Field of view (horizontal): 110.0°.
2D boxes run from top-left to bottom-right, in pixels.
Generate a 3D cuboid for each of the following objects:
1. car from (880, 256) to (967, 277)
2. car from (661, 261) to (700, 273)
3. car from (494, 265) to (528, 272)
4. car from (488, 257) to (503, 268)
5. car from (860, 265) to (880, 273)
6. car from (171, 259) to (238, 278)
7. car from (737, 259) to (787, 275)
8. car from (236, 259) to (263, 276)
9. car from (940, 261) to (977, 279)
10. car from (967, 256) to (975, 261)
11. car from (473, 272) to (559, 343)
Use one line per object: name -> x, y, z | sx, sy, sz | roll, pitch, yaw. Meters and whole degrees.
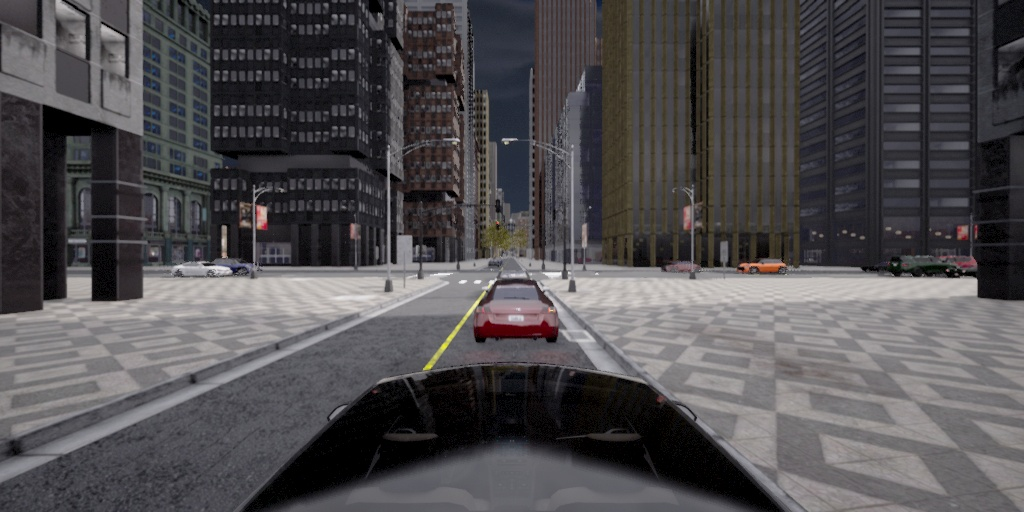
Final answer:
car -> 40.661, 0.991, 35.527 | 5.566, 2.045, 2.150 | 0, 0, 0
car -> 19.841, 1.285, 42.250 | 4.181, 1.385, 1.994 | 0, 0, 0
car -> 0.063, 1.333, 18.519 | 1.895, 1.301, 4.718 | 0, 0, -1
car -> -3.067, 1.235, 60.679 | 2.033, 1.411, 5.357 | 0, 0, 0
car -> 44.036, 1.356, 42.087 | 4.718, 1.301, 1.895 | 0, 0, 1
car -> -28.100, 1.234, 32.492 | 4.674, 1.442, 1.812 | 0, 0, 0
car -> 27.064, 1.092, 38.968 | 4.553, 1.767, 2.097 | 0, 0, 0
car -> -27.534, 1.051, 35.741 | 4.553, 1.767, 2.097 | 0, 0, 0
car -> 42.258, 1.382, 32.260 | 4.718, 1.301, 1.895 | 0, 0, 1
car -> 46.741, 1.030, 38.795 | 5.566, 2.045, 2.150 | 0, 0, 0
car -> 0.097, 1.306, 9.704 | 1.994, 1.385, 4.181 | 0, 0, 0
